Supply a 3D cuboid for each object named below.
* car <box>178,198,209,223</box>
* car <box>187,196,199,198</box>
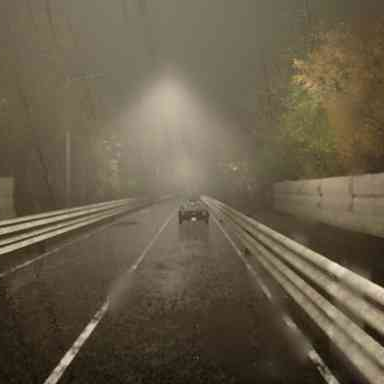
[{"bbox_3d":[0.103,1.304,22.214,1.895,1.301,4.718,0,1,0],"label":"car"},{"bbox_3d":[0.105,1.176,42.037,1.895,1.301,4.718,0,0,0],"label":"car"}]
